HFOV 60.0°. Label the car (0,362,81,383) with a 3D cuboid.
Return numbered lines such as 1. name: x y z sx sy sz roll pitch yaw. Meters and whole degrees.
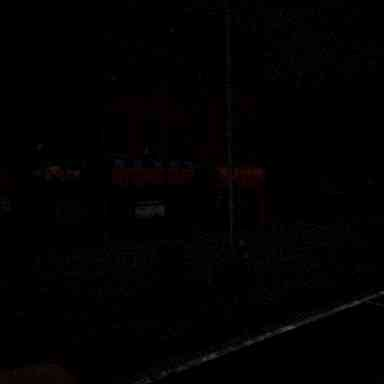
1. car: -2.597 1.532 0.981 4.829 1.417 1.752 0 -1 -35
